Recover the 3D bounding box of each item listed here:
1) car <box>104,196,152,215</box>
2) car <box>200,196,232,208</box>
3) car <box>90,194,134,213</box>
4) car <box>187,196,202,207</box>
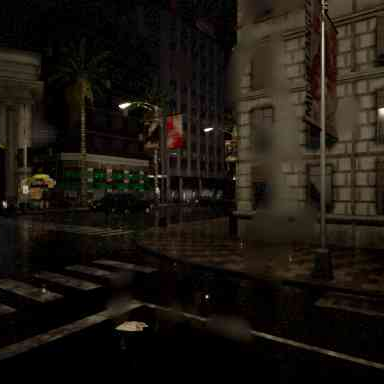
[{"bbox_3d":[-6.214,1.503,34.199,1.837,1.490,4.892,0,1,36],"label":"car"},{"bbox_3d":[3.685,1.601,47.308,1.895,1.301,4.718,0,0,40],"label":"car"},{"bbox_3d":[-8.562,1.222,36.933,2.150,2.045,5.566,0,0,36],"label":"car"},{"bbox_3d":[1.262,1.351,49.803,2.097,1.767,4.553,0,0,40],"label":"car"}]
